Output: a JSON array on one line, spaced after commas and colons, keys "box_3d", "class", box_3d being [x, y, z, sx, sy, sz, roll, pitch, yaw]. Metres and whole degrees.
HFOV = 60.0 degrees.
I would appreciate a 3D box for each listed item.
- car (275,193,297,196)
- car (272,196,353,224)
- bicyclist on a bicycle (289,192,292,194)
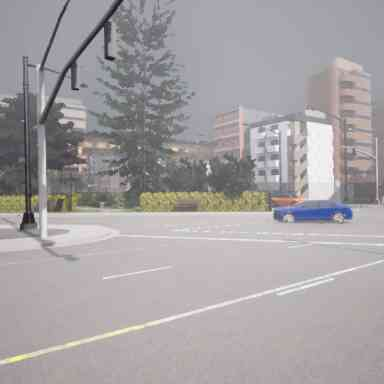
[{"box_3d": [11.237, 0.959, 37.968, 2.097, 1.767, 4.553, -1, 1, -35], "class": "car"}, {"box_3d": [8.013, 1.270, 22.247, 5.008, 1.535, 1.882, -1, 1, 8], "class": "car"}, {"box_3d": [14.017, 0.780, 47.087, 1.656, 1.620, 0.582, -1, 1, -35], "class": "bicyclist on a bicycle"}]
